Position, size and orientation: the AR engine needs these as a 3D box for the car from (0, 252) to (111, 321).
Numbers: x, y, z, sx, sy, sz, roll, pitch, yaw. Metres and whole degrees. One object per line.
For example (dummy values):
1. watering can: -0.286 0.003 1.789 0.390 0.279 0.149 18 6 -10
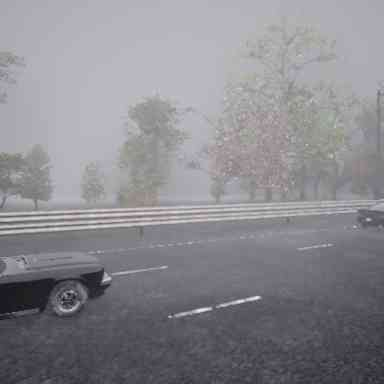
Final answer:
1. car: -3.915 1.577 5.776 4.718 1.301 1.895 -1 0 -31

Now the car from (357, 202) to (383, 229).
1. car: 11.397 1.274 18.607 5.008 1.535 1.882 -1 0 -29
